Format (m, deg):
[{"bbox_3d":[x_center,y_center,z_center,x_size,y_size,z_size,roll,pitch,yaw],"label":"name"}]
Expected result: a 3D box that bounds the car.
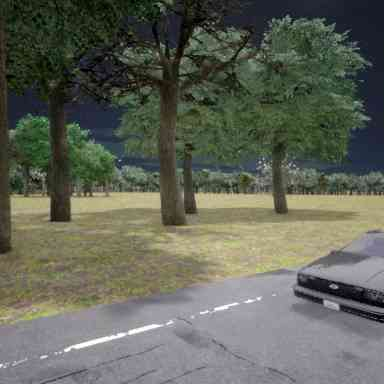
[{"bbox_3d":[4.550,1.544,7.231,5.357,1.411,2.033,0,0,-35],"label":"car"}]
